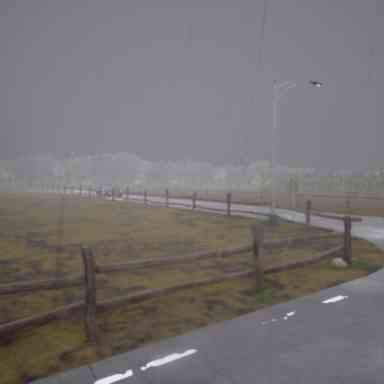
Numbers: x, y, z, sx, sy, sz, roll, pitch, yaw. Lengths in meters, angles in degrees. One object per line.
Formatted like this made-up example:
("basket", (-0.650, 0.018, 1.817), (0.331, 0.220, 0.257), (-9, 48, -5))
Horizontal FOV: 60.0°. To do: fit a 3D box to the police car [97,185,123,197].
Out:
("police car", (-10.705, -0.143, 43.429), (2.038, 1.542, 4.974), (-2, 3, -36))
